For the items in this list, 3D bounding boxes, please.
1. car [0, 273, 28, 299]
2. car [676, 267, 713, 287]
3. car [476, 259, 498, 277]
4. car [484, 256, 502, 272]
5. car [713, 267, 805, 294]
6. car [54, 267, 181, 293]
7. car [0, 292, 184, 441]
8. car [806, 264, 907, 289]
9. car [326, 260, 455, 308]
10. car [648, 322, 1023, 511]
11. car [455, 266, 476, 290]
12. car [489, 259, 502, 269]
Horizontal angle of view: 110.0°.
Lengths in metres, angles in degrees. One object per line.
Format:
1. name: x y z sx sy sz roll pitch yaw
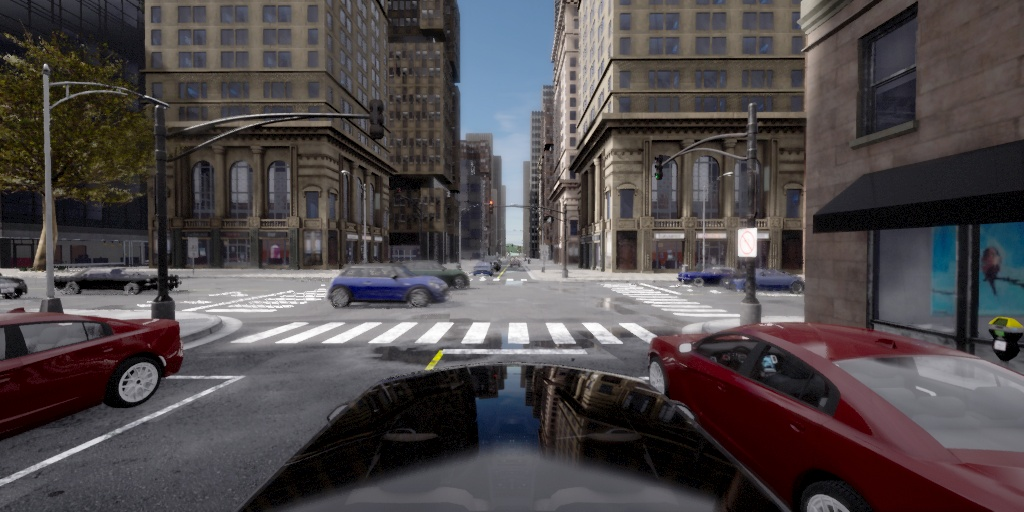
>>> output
1. car: -23.071 1.132 14.707 4.902 1.511 2.128 0 1 1
2. car: 13.810 1.402 24.334 4.718 1.301 1.895 0 1 1
3. car: -2.809 1.289 36.220 2.033 1.411 5.357 0 0 0
4. car: -2.714 0.961 46.406 2.150 2.045 5.566 0 0 1
5. car: 14.634 1.419 21.076 4.181 1.385 1.994 0 1 0
6. car: -19.569 1.222 17.925 4.718 1.301 1.895 0 1 0
7. car: -5.755 1.294 3.438 1.888 1.381 4.507 0 0 0
8. car: 23.169 1.359 24.249 5.008 1.535 1.882 0 1 0
9. car: -4.886 1.095 14.556 4.553 1.767 2.097 0 0 1
10. car: 2.770 1.294 3.371 1.888 1.381 4.507 0 0 0
11. car: -4.763 1.043 20.703 4.553 1.767 2.097 0 0 -33
12. car: -2.603 1.243 56.860 1.837 1.490 4.892 0 0 1
